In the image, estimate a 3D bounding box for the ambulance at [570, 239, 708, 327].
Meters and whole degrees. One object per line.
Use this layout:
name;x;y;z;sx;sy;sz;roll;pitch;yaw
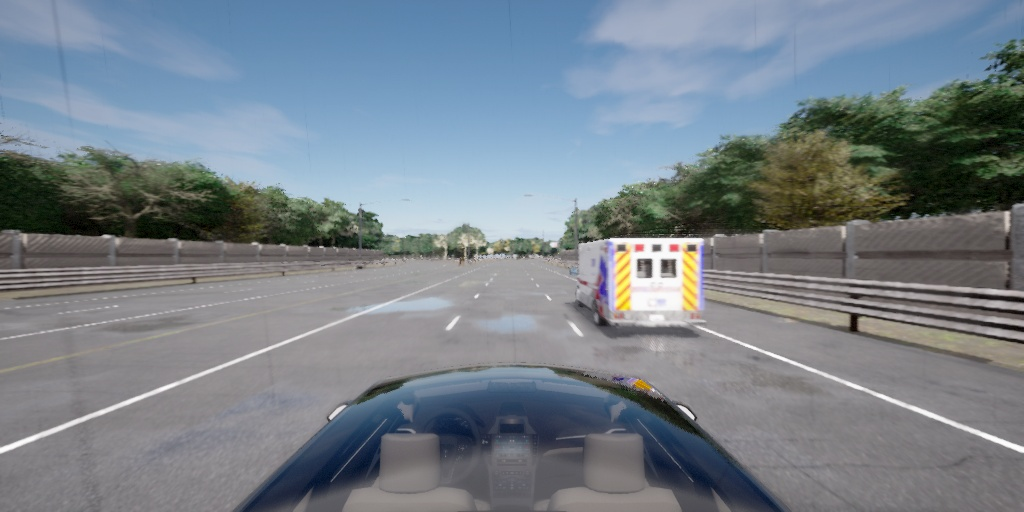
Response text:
ambulance;3.494;0.804;11.555;2.351;2.431;6.366;0;0;0
